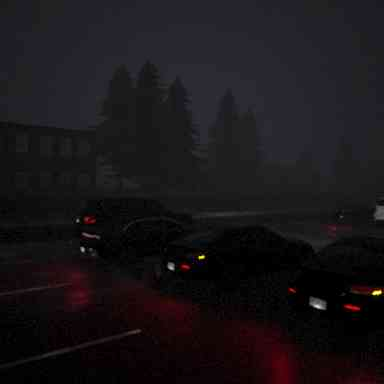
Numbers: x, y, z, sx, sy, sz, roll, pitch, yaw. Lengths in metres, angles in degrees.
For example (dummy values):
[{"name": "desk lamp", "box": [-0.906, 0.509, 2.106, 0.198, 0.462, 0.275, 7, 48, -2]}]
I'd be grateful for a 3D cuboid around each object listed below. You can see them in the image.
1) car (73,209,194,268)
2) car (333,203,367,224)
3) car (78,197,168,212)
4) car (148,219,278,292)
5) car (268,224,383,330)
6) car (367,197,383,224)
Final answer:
[{"name": "car", "box": [-1.318, 1.518, 11.400, 4.902, 1.511, 2.128, 0, 0, -35]}, {"name": "car", "box": [12.990, 1.615, 25.898, 4.902, 1.511, 2.128, 0, 0, -35]}, {"name": "car", "box": [-2.410, 1.254, 14.922, 5.566, 2.045, 2.150, 0, 0, -35]}, {"name": "car", "box": [1.390, 1.556, 9.033, 4.674, 1.442, 1.812, 0, 0, -35]}, {"name": "car", "box": [3.814, 1.558, 6.463, 4.674, 1.442, 1.812, 0, 0, -35]}, {"name": "car", "box": [14.688, 1.343, 22.811, 5.566, 2.045, 2.150, 0, 0, -35]}]
